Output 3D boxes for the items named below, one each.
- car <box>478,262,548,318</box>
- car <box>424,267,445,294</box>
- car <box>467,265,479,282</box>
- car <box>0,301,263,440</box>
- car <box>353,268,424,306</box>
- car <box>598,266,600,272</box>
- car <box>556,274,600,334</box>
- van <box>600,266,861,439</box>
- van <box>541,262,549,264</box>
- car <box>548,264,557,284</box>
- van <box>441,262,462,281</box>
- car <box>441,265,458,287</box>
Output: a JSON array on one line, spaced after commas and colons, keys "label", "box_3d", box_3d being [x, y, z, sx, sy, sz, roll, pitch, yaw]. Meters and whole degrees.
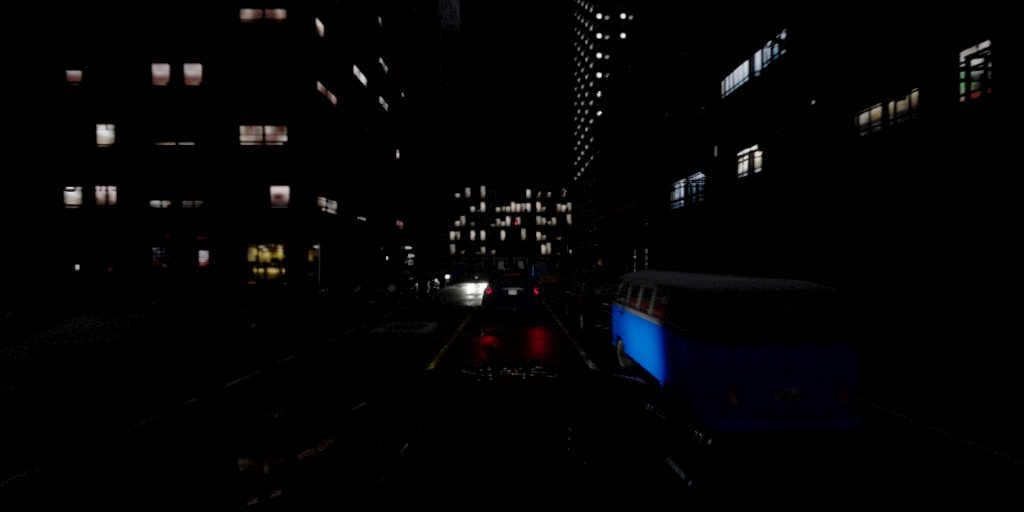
[{"label": "car", "box_3d": [0.046, 1.249, 13.951, 2.097, 1.767, 4.553, 0, -1, 1]}, {"label": "car", "box_3d": [-5.691, 1.563, 22.165, 1.948, 1.339, 4.313, 0, 0, 0]}, {"label": "car", "box_3d": [-3.040, 1.627, 33.518, 2.128, 1.511, 4.902, 0, -1, 1]}, {"label": "car", "box_3d": [-5.692, 1.376, 5.361, 1.802, 1.307, 4.207, 0, 0, 0]}, {"label": "car", "box_3d": [-5.691, 1.369, 16.564, 1.967, 1.591, 4.097, 0, 0, 0]}, {"label": "car", "box_3d": [15.234, 1.712, 52.676, 5.009, 1.841, 2.192, 0, 0, 0]}, {"label": "car", "box_3d": [2.690, 1.411, 10.934, 2.007, 1.370, 4.403, 0, 0, 0]}, {"label": "van", "box_3d": [2.689, 1.134, 5.332, 1.690, 1.789, 3.998, 0, 0, 0]}, {"label": "van", "box_3d": [2.690, 1.473, 33.339, 1.690, 1.789, 3.998, 0, 0, 0]}, {"label": "car", "box_3d": [2.690, 1.590, 27.908, 1.751, 1.417, 4.829, 0, 0, 0]}, {"label": "van", "box_3d": [-5.691, 1.474, 33.368, 1.690, 1.789, 3.998, 0, 0, 0]}, {"label": "car", "box_3d": [-5.691, 1.616, 27.767, 2.007, 1.370, 4.403, 0, 0, 0]}]
